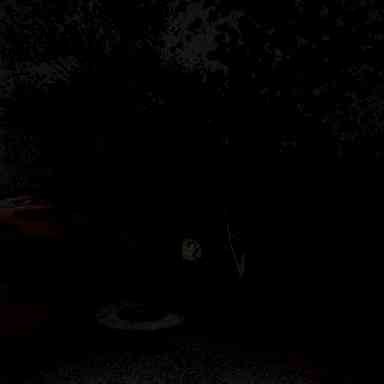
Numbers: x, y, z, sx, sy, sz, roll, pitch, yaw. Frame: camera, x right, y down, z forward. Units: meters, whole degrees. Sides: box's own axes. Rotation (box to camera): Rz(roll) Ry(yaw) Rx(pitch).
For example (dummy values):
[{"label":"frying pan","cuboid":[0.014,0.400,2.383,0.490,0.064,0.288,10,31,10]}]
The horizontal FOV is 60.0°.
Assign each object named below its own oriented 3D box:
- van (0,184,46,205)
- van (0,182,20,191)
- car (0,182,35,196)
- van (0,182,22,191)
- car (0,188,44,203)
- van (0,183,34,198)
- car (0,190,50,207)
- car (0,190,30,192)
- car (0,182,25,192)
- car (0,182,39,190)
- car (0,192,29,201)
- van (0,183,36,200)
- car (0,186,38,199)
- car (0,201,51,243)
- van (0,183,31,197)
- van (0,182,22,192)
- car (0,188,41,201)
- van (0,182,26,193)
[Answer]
[{"label":"van","cuboid":[-17.687,0.248,34.438,4.442,1.987,1.878,1,2,-30]},{"label":"van","cuboid":[-42.666,-1.329,77.568,4.442,1.987,1.878,1,1,-30]},{"label":"car","cuboid":[-27.380,-0.411,51.068,5.566,2.045,2.435,1,1,-30]},{"label":"van","cuboid":[-41.021,-1.236,75.166,4.442,1.987,1.878,1,1,-30]},{"label":"car","cuboid":[-19.147,0.398,36.803,4.792,1.488,2.163,1,2,-30]},{"label":"van","cuboid":[-24.503,-0.213,46.335,4.442,1.987,1.878,1,1,-30]},{"label":"car","cuboid":[-16.384,0.612,31.863,4.792,1.488,2.163,1,2,-30]},{"label":"car","cuboid":[-12.392,0.905,24.579,5.366,1.575,1.946,1,2,-30]},{"label":"car","cuboid":[-38.455,-1.097,70.397,5.566,2.045,2.435,1,1,-30]},{"label":"car","cuboid":[-14.950,0.442,29.482,5.566,2.045,2.435,1,2,-30]},{"label":"car","cuboid":[-8.135,1.109,17.586,4.553,1.767,2.185,1,2,-30]},{"label":"van","cuboid":[-21.937,-0.043,41.405,4.442,1.987,1.878,1,1,-30]},{"label":"car","cuboid":[-23.230,0.096,43.882,5.008,1.535,2.097,1,1,-30]},{"label":"car","cuboid":[-6.794,1.343,15.168,5.008,1.535,2.097,1,2,-30]},{"label":"van","cuboid":[-26.082,-0.302,48.622,4.442,1.987,1.878,1,1,-30]},{"label":"van","cuboid":[-39.706,-1.155,72.872,4.442,1.987,1.878,1,1,-30]},{"label":"car","cuboid":[-20.458,0.305,39.092,4.792,1.488,2.163,1,1,-30]},{"label":"van","cuboid":[-34.201,-0.814,63.262,4.442,1.987,1.878,1,1,-30]}]
